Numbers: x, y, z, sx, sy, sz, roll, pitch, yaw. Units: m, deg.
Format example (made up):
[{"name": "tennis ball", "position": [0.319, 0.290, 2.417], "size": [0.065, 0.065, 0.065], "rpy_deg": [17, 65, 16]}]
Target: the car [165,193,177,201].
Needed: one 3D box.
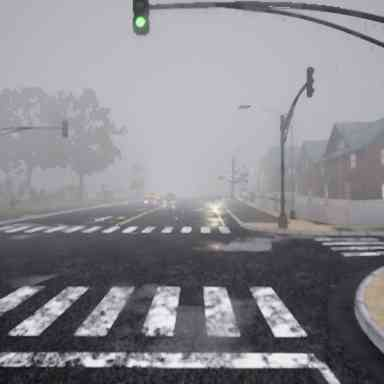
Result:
[{"name": "car", "position": [-3.797, 0.857, 60.560], "size": [1.812, 1.442, 4.674], "rpy_deg": [0, 1, 5]}]

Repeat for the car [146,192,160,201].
[{"name": "car", "position": [-7.035, 0.813, 60.842], "size": [1.882, 1.535, 5.008], "rpy_deg": [0, 1, 5]}]
